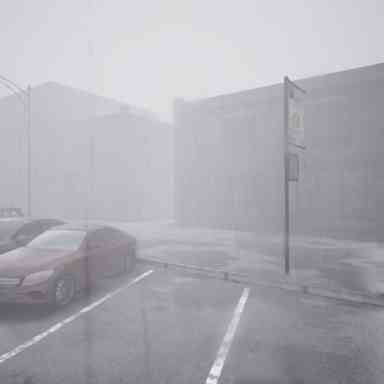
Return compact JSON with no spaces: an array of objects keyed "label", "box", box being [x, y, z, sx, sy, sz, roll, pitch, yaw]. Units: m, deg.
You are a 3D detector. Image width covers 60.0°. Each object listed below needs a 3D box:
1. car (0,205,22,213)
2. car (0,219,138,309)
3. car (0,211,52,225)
[{"label":"car","box":[-7.756,1.366,11.680,2.185,1.767,4.553,1,-1,16]},{"label":"car","box":[-2.888,1.527,8.154,2.002,1.452,4.674,1,-1,16]},{"label":"car","box":[-5.337,1.517,9.872,2.163,1.488,4.792,1,-1,16]}]
